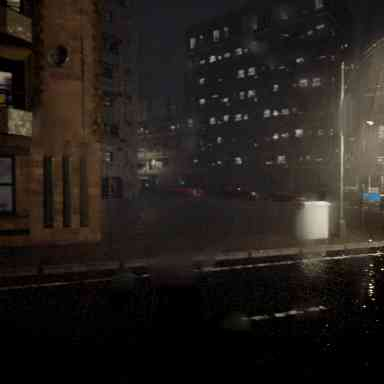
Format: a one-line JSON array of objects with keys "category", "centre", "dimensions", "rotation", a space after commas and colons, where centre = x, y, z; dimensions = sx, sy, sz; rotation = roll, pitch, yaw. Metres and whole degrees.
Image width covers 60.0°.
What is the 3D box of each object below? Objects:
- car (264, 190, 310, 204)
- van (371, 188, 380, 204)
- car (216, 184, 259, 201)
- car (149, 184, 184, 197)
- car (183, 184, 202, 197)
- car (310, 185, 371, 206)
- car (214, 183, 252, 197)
[{"category": "car", "centre": [9.655, 0.541, 34.864], "dimensions": [4.206, 1.307, 1.802], "rotation": [2, 1, 37]}, {"category": "van", "centre": [19.303, 0.352, 38.045], "dimensions": [3.998, 1.788, 1.690], "rotation": [2, 1, 37]}, {"category": "car", "centre": [5.186, 0.082, 38.272], "dimensions": [5.009, 1.841, 2.192], "rotation": [2, 1, 37]}, {"category": "car", "centre": [-3.778, -0.076, 45.107], "dimensions": [4.507, 1.381, 1.887], "rotation": [2, 1, 37]}, {"category": "car", "centre": [-0.750, -0.249, 46.052], "dimensions": [4.553, 1.767, 2.097], "rotation": [2, 2, 37]}, {"category": "car", "centre": [14.764, 0.287, 34.200], "dimensions": [5.566, 2.045, 2.150], "rotation": [3, 3, 37]}, {"category": "car", "centre": [5.875, -0.249, 48.284], "dimensions": [5.009, 1.841, 2.192], "rotation": [2, 1, 37]}]
